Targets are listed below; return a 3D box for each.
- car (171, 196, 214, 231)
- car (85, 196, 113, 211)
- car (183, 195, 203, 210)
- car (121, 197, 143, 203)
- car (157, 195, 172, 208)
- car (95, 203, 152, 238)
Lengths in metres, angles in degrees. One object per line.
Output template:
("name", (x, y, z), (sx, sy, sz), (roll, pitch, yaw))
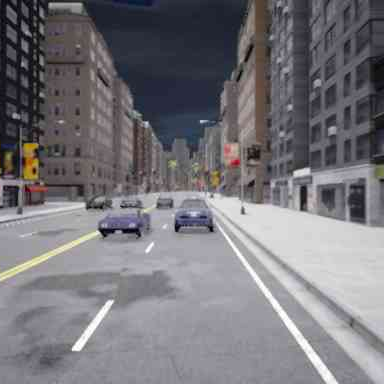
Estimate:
("car", (0.101, 1.184, 19.341), (2.097, 1.767, 4.553), (0, 0, 0))
("car", (-9.814, 1.156, 35.409), (1.882, 1.535, 5.008), (0, 0, 0))
("car", (0.101, 1.146, 37.915), (2.128, 1.511, 4.902), (0, 1, 0))
("car", (-6.561, 1.234, 36.360), (1.994, 1.385, 4.181), (0, 1, 0))
("car", (-3.150, 1.122, 40.107), (2.128, 1.511, 4.902), (0, 1, 0))
("car", (-3.185, 1.458, 16.717), (1.895, 1.301, 4.718), (0, 1, 0))
